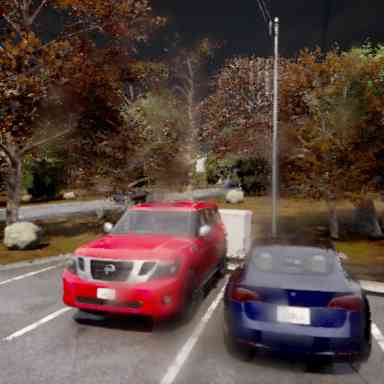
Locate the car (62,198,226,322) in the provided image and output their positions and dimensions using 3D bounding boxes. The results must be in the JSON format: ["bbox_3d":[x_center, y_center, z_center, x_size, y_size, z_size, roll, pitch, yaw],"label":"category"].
[{"bbox_3d":[-0.584,1.270,7.822,2.435,2.045,5.566,0,-1,16],"label":"car"}]

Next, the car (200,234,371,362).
[{"bbox_3d":[1.819,1.530,6.164,2.163,1.488,4.792,0,-1,16],"label":"car"}]

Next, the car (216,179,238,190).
[{"bbox_3d":[6.089,-1.338,57.155,2.097,1.767,4.553,1,5,37],"label":"car"}]

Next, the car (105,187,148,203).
[{"bbox_3d":[-7.657,0.254,39.210,1.837,1.490,4.892,1,4,37],"label":"car"}]

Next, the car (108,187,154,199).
[{"bbox_3d":[-6.148,0.409,35.499,2.128,1.511,4.902,1,4,37],"label":"car"}]
